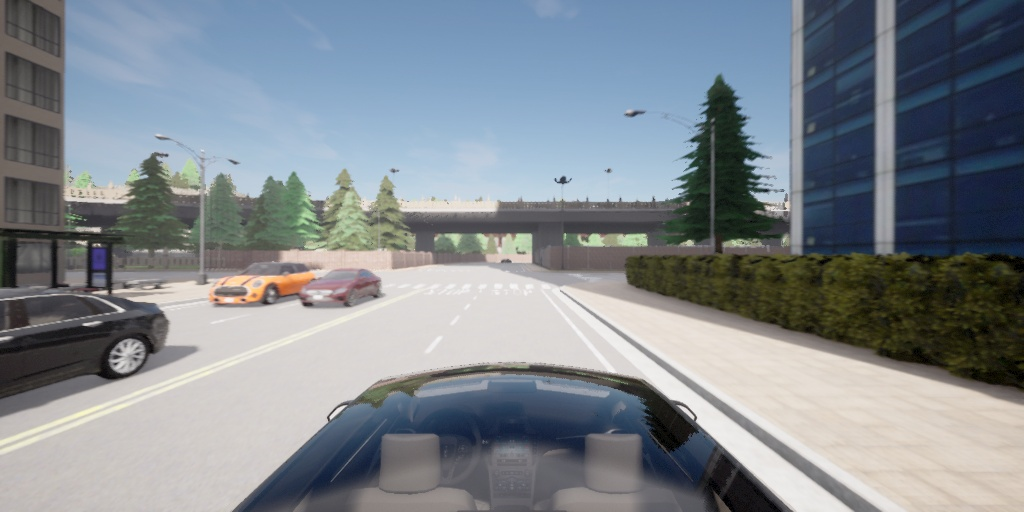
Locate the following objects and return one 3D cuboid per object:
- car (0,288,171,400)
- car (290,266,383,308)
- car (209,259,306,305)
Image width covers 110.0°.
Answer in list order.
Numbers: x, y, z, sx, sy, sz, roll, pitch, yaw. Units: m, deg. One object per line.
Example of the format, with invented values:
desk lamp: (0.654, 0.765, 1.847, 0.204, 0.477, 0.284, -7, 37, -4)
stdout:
car: (-7.084, 1.222, 4.399, 1.837, 1.490, 4.892, 0, 0, 0)
car: (-7.000, 1.243, 15.269, 1.812, 1.442, 4.674, 0, 0, 0)
car: (-10.498, 1.050, 15.566, 2.097, 1.767, 4.553, 0, 0, 0)
